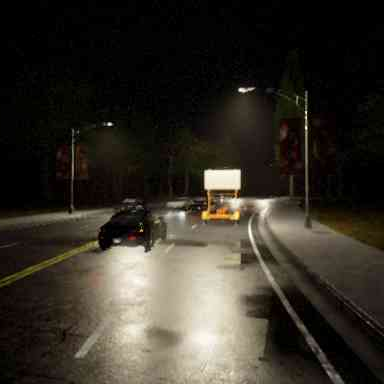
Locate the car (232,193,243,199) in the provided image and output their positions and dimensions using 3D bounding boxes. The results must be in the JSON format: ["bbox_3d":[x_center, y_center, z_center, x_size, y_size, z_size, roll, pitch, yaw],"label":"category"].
[{"bbox_3d":[10.227,0.805,75.022,1.895,1.301,4.718,0,0,16],"label":"car"}]

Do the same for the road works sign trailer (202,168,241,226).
[{"bbox_3d":[2.026,0.253,21.915,2.380,3.560,2.880,0,1,13],"label":"road works sign trailer"}]

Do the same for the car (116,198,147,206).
[{"bbox_3d":[-5.708,1.307,31.639,1.994,1.385,4.181,0,0,14],"label":"car"}]

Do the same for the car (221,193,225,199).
[{"bbox_3d":[5.892,0.877,71.766,1.812,1.442,4.674,0,0,16],"label":"car"}]

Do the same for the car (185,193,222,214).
[{"bbox_3d":[1.217,1.189,31.613,2.128,1.511,4.902,0,1,14],"label":"car"}]

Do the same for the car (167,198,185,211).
[{"bbox_3d":[-1.181,1.278,36.167,1.895,1.301,4.718,0,0,16],"label":"car"}]

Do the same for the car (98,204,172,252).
[{"bbox_3d":[-2.218,1.415,13.321,1.812,1.442,4.674,0,1,6],"label":"car"}]
